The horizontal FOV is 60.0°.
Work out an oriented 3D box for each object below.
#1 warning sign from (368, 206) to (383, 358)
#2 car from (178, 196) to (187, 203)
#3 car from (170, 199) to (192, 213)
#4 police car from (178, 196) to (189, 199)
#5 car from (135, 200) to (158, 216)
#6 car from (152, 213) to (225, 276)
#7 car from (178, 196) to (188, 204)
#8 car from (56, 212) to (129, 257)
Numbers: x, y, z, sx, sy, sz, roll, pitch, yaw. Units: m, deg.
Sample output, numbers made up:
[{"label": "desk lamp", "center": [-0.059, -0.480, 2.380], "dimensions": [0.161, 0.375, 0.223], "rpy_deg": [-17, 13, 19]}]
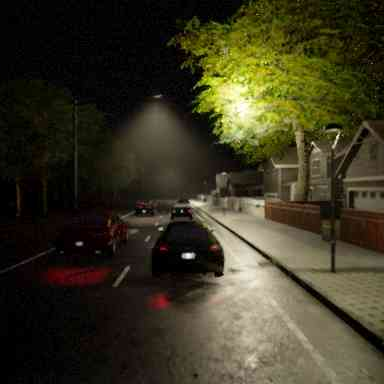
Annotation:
[{"label": "warning sign", "center": [3.029, 1.123, 3.950], "dimensions": [1.300, 1.860, 1.060], "rpy_deg": [0, 0, -1]}, {"label": "car", "center": [-2.170, 1.674, 75.069], "dimensions": [1.837, 1.490, 4.892], "rpy_deg": [0, 0, -3]}, {"label": "car", "center": [-0.929, 1.613, 29.251], "dimensions": [2.033, 1.411, 5.357], "rpy_deg": [0, 0, -3]}, {"label": "police car", "center": [-1.409, 1.574, 59.199], "dimensions": [1.930, 1.638, 5.238], "rpy_deg": [0, 0, -3]}, {"label": "car", "center": [-4.659, 1.585, 33.972], "dimensions": [1.837, 1.490, 4.892], "rpy_deg": [0, 0, -3]}, {"label": "car", "center": [-0.140, 1.587, 10.423], "dimensions": [1.994, 1.385, 4.181], "rpy_deg": [0, 0, -1]}, {"label": "car", "center": [-1.892, 1.622, 69.266], "dimensions": [1.801, 1.575, 5.366], "rpy_deg": [0, 0, -3]}, {"label": "car", "center": [-3.729, 1.508, 13.217], "dimensions": [1.882, 1.535, 5.008], "rpy_deg": [0, 0, -2]}]
